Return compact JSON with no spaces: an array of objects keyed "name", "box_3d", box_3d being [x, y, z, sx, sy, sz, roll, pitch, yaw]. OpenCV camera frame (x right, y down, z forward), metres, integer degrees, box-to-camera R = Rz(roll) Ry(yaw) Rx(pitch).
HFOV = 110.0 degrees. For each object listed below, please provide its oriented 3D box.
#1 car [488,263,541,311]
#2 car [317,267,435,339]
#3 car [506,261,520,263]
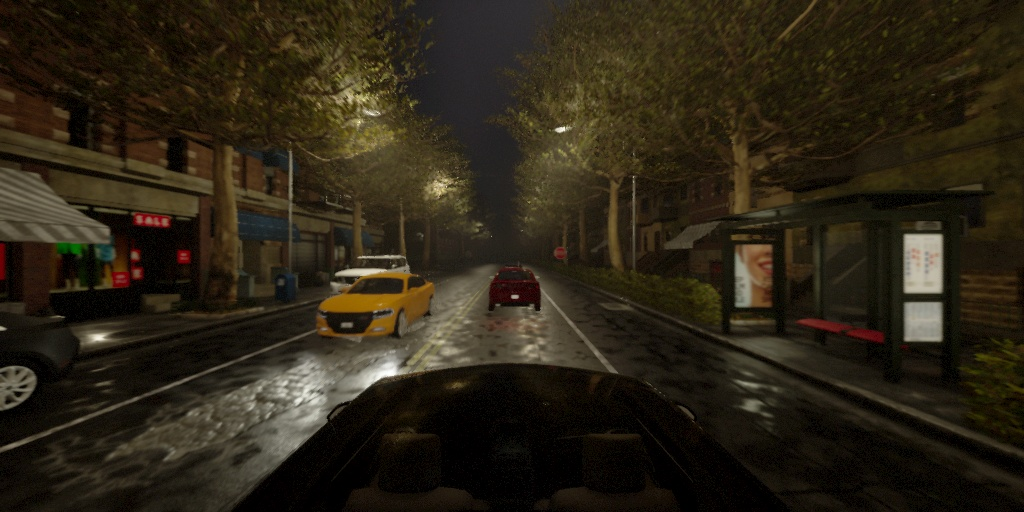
[{"name":"car","box_3d":[0.100,1.227,14.583,1.882,1.535,5.008,0,0,0]},{"name":"car","box_3d":[-3.545,1.227,10.254,1.882,1.535,5.008,0,0,1]},{"name":"car","box_3d":[0.092,1.241,33.937,2.128,1.511,4.902,0,0,0]}]
